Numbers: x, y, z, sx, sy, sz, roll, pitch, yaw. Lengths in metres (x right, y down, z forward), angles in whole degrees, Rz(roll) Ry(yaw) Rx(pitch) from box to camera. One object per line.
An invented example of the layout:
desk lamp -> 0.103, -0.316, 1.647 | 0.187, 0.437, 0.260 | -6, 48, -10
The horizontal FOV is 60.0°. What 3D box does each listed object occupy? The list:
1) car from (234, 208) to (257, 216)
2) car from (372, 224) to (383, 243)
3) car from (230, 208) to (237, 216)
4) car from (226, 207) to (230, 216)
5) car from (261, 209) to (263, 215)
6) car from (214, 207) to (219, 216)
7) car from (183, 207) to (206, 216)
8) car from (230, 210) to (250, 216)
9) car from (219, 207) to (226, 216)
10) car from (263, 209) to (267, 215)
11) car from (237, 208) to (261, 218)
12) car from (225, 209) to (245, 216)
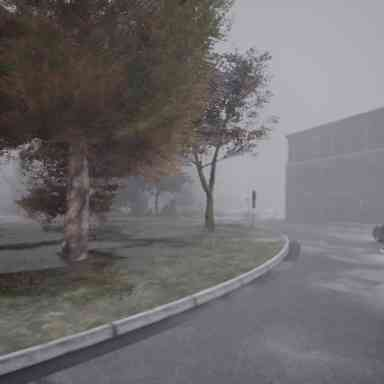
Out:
car -> 14.071, 5.128, 87.192 | 5.566, 2.045, 2.435 | 0, -2, 15
car -> 9.997, 1.849, 15.156 | 2.033, 1.411, 5.357 | 1, -1, 12
car -> 7.123, 4.848, 77.456 | 5.366, 1.575, 1.946 | 0, -3, 14
car -> 5.609, 4.569, 74.981 | 4.553, 1.767, 2.185 | 0, -4, 14
car -> 15.816, 5.487, 89.608 | 4.892, 1.521, 2.231 | 0, -3, 15
car -> 2.301, 4.116, 70.057 | 5.566, 2.045, 2.435 | 0, -3, 14
car -> 0.686, 4.204, 67.565 | 4.892, 1.521, 2.231 | 0, -3, 13
car -> 12.356, 5.292, 84.751 | 4.792, 1.488, 2.163 | 0, -2, 15
car -> 4.011, 4.281, 72.519 | 5.566, 2.045, 2.435 | 0, -3, 14
car -> 17.557, 5.581, 92.012 | 5.008, 1.535, 2.097 | 0, -2, 16
car -> 11.463, 4.473, 66.358 | 1.837, 1.490, 4.892 | 0, -3, 33
car -> 10.714, 5.011, 82.311 | 4.553, 1.767, 2.185 | 0, -3, 15
